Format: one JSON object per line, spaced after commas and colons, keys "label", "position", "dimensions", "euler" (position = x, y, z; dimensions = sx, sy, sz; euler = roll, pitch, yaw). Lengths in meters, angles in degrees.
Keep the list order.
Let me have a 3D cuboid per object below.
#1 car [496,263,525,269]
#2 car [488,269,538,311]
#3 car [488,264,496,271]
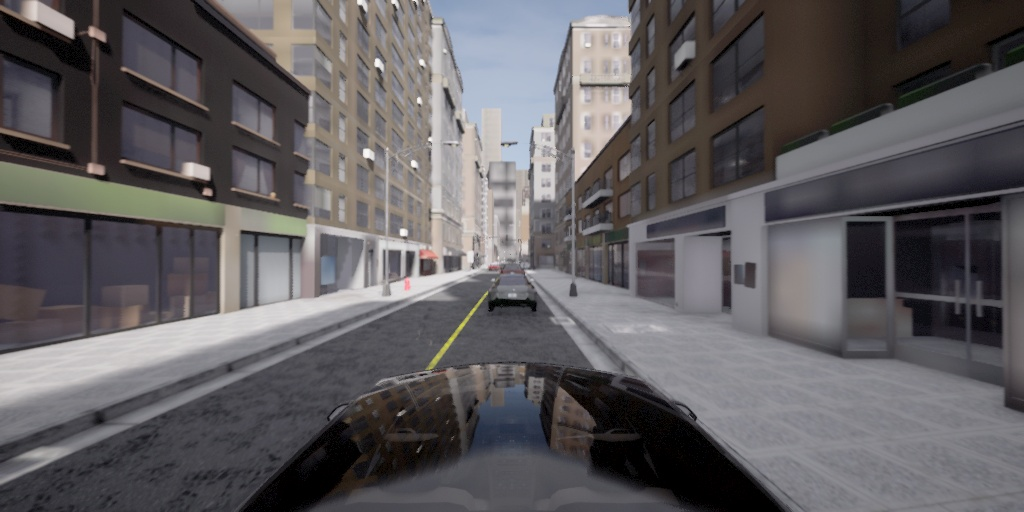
{"label": "car", "position": [0.035, 1.380, 30.262], "dimensions": [2.097, 1.767, 4.553], "euler": [0, -1, 0]}
{"label": "car", "position": [0.031, 1.449, 15.356], "dimensions": [1.994, 1.385, 4.181], "euler": [0, 0, 0]}
{"label": "car", "position": [-2.994, 1.892, 59.281], "dimensions": [1.895, 1.301, 4.718], "euler": [0, -1, 1]}
